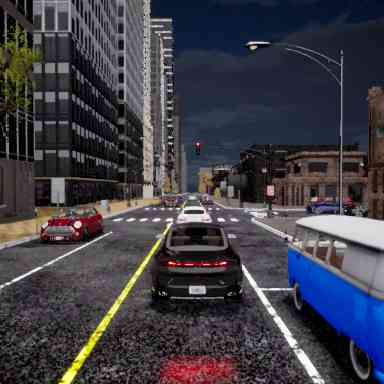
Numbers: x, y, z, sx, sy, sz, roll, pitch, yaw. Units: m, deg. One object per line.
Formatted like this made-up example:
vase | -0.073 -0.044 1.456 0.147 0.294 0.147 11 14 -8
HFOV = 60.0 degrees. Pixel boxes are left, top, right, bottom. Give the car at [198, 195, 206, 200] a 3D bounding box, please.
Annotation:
car | 2.756 1.531 93.568 2.008 1.369 4.403 -1 0 0

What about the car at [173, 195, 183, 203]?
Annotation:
car | -2.942 1.461 70.111 1.882 1.535 5.008 0 0 0

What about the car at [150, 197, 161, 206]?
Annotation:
car | -5.795 1.512 53.951 1.752 1.417 4.829 -1 0 0

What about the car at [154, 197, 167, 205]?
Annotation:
car | -5.619 1.551 59.764 1.947 1.339 4.313 -1 0 0

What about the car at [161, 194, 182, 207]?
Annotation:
car | -3.054 1.339 50.273 2.097 1.767 4.553 0 0 0

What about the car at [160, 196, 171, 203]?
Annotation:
car | -5.610 1.549 71.053 1.947 1.339 4.313 -1 0 0

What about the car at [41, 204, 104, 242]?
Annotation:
car | -5.690 1.435 16.173 1.967 1.590 4.097 -1 0 0

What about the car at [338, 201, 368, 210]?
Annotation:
car | 16.443 1.793 31.026 4.313 1.339 1.947 1 0 1

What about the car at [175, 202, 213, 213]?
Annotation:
car | 0.109 1.520 18.730 1.812 1.442 4.674 0 0 0

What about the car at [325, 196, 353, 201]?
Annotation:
car | 16.559 1.411 39.403 5.009 1.841 2.192 1 0 1

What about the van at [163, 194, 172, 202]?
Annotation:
van | -5.609 1.323 76.697 1.690 1.788 3.998 -1 0 0

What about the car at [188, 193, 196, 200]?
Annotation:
car | 0.075 1.257 91.018 2.097 1.767 4.553 0 0 0

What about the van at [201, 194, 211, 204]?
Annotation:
van | 2.729 1.325 65.347 1.690 1.788 3.998 -1 0 0

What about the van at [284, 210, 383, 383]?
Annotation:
van | 2.679 1.340 5.083 1.690 1.788 3.998 -1 0 0

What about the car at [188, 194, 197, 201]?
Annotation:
car | 0.067 1.504 81.015 1.812 1.442 4.674 0 0 0

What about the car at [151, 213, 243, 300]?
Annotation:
car | 0.104 1.502 8.374 1.837 1.490 4.892 0 0 0

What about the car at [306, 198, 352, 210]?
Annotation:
car | 14.846 1.684 36.842 4.181 1.385 1.994 1 1 1

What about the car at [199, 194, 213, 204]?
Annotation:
car | 2.726 1.425 59.703 1.967 1.590 4.097 -1 0 0
